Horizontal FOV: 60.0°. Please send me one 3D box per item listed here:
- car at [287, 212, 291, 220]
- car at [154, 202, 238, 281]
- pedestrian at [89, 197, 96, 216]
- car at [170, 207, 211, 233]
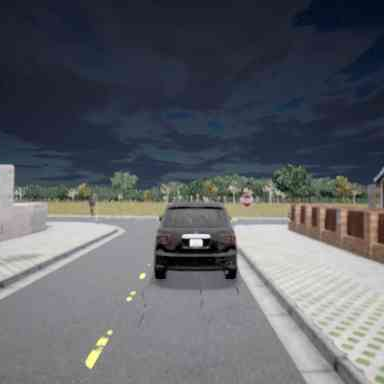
[{"bbox_3d":[10.946,1.973,29.486,4.892,1.490,1.837,1,-1,0],"label":"car"},{"bbox_3d":[0.098,1.327,10.419,2.150,2.045,5.566,0,-1,0],"label":"car"},{"bbox_3d":[-9.707,1.401,32.269,0.375,1.860,0.375,0,-2,0],"label":"pedestrian"},{"bbox_3d":[-0.275,1.790,22.743,2.033,1.411,5.357,1,-1,-8],"label":"car"}]
